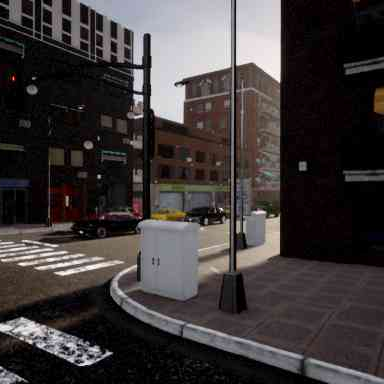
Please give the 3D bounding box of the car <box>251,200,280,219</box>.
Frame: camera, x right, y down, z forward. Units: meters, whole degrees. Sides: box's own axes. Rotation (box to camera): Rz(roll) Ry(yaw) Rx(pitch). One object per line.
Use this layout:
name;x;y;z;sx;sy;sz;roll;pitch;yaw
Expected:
car;8.279;1.927;38.265;2.150;2.045;5.566;0;-1;35

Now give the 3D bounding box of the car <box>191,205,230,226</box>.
car;1.227;1.981;28.175;1.837;1.490;4.892;0;-1;35

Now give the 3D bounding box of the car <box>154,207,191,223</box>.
car;-2.386;1.944;27.550;1.752;1.417;4.829;-1;-2;35

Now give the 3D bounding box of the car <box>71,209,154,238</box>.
car;-4.699;1.881;19.684;1.895;1.301;4.718;0;-1;35

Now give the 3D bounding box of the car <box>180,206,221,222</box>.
car;0.871;2.092;32.218;1.947;1.339;4.313;-1;-2;35

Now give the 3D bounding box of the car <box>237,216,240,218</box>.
car;3.935;2.153;36.609;1.752;1.417;4.829;-1;-2;35

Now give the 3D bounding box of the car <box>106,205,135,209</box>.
car;-5.449;1.758;23.162;1.967;1.590;4.097;-1;-2;35
